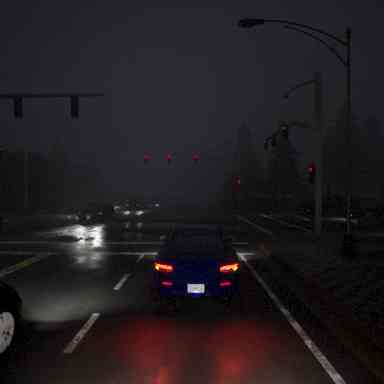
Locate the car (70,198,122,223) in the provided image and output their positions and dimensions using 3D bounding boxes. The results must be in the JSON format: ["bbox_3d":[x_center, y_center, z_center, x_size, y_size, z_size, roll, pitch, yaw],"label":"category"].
[{"bbox_3d":[-7.116,1.491,25.274,2.128,1.511,4.902,0,0,0],"label":"car"}]

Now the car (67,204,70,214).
[{"bbox_3d":[-11.437,1.477,35.824,1.882,1.535,5.008,1,0,15],"label":"car"}]

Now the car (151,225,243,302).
[{"bbox_3d":[0.135,1.526,8.140,1.812,1.442,4.674,0,0,2],"label":"car"}]

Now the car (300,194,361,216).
[{"bbox_3d":[13.078,1.222,31.153,5.566,2.045,2.150,0,0,0],"label":"car"}]

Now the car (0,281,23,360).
[{"bbox_3d":[-3.440,1.505,3.008,1.837,1.490,4.892,0,0,0],"label":"car"}]

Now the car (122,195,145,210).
[{"bbox_3d":[-7.123,1.505,42.170,1.837,1.490,4.892,0,0,0],"label":"car"}]

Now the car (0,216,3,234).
[{"bbox_3d":[-10.596,1.526,15.328,1.812,1.442,4.674,0,0,0],"label":"car"}]

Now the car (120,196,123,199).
[{"bbox_3d":[-10.616,1.353,53.264,2.097,1.767,4.553,0,0,0],"label":"car"}]

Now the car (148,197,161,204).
[{"bbox_3d":[-7.053,1.564,62.758,1.994,1.385,4.181,0,0,1],"label":"car"}]

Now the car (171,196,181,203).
[{"bbox_3d":[-3.447,1.477,69.651,1.882,1.535,5.008,0,0,0],"label":"car"}]

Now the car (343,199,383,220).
[{"bbox_3d":[15.898,1.547,27.652,5.357,1.411,2.033,0,0,0],"label":"car"}]
